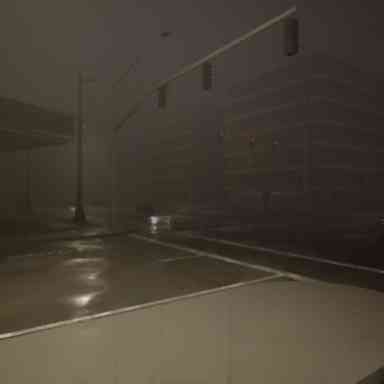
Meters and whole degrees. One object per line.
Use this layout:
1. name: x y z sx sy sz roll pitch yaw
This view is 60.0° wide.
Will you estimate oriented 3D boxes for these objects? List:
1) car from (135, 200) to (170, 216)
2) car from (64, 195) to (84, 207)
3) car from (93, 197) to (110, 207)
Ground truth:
1. car: -4.036 1.545 32.788 1.812 1.442 4.674 0 0 -36
2. car: -18.769 1.619 52.807 1.895 1.301 4.718 0 0 -36
3. car: -14.049 1.515 52.412 2.128 1.511 4.902 0 0 -36
